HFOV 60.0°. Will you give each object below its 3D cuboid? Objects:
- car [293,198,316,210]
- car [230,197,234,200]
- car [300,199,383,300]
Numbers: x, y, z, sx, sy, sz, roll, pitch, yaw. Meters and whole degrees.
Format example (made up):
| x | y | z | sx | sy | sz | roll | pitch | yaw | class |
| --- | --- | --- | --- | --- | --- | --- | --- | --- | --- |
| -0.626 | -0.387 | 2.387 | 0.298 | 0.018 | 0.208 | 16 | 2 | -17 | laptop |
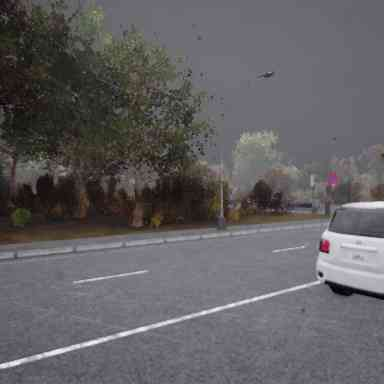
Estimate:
| x | y | z | sx | sy | sz | roll | pitch | yaw | class |
| --- | --- | --- | --- | --- | --- | --- | --- | --- | --- |
| 14.923 | 1.479 | 41.666 | 2.128 | 1.511 | 4.902 | 0 | 0 | -32 | car |
| 5.935 | 1.412 | 55.891 | 1.882 | 1.535 | 5.008 | 0 | 1 | -32 | car |
| 5.099 | 1.219 | 7.394 | 5.566 | 2.045 | 2.150 | 0 | 0 | -36 | car |
